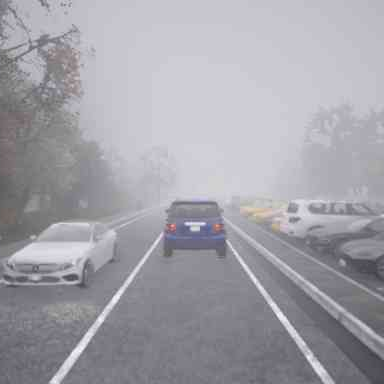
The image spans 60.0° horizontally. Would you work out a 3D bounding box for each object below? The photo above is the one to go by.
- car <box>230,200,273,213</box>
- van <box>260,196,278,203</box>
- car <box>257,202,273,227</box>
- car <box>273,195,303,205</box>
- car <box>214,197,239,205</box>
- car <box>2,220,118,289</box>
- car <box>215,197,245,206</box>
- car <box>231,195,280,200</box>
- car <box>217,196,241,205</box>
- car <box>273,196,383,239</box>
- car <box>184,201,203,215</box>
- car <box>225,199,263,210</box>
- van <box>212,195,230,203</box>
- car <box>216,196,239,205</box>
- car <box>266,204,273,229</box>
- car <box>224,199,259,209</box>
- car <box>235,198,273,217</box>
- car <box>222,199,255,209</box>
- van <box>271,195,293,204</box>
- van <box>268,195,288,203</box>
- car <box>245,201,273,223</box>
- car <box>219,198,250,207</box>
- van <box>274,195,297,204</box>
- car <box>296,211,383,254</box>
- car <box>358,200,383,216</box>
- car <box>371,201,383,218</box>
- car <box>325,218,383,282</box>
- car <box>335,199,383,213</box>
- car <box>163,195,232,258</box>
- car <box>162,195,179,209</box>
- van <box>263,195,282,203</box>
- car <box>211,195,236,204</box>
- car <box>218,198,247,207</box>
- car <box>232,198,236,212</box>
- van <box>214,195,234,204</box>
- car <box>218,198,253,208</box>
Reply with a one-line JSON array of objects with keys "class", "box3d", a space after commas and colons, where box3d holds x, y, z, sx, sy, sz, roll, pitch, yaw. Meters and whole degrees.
[{"class": "car", "box3d": [7.096, 1.681, 40.186, 4.792, 1.488, 2.163, 0, 0, 1]}, {"class": "van", "box3d": [20.692, 1.954, 89.849, 4.442, 1.987, 1.878, 0, -1, 0]}, {"class": "car", "box3d": [6.905, 1.616, 20.765, 4.892, 1.521, 2.231, 0, 0, 0]}, {"class": "car", "box3d": [20.381, 1.623, 70.605, 5.566, 2.045, 2.435, 0, 0, 0]}, {"class": "car", "box3d": [7.324, 1.882, 70.723, 5.008, 1.535, 2.097, 0, 0, 0]}, {"class": "car", "box3d": [-3.345, 1.560, 9.412, 1.812, 1.442, 4.674, 0, 0, 0]}, {"class": "car", "box3d": [7.072, 1.816, 62.396, 5.366, 1.575, 1.946, 0, 0, 0]}, {"class": "car", "box3d": [7.074, 1.508, 37.414, 4.553, 1.767, 2.185, 0, 0, 0]}, {"class": "car", "box3d": [7.251, 1.715, 65.172, 4.553, 1.767, 2.185, 0, 0, 0]}, {"class": "car", "box3d": [6.880, 1.370, 15.212, 5.566, 2.045, 2.435, 0, 0, 0]}, {"class": "car", "box3d": [0.172, 1.700, 36.780, 2.033, 1.411, 5.357, 0, 0, 0]}, {"class": "car", "box3d": [7.085, 1.723, 45.739, 4.792, 1.488, 2.163, 0, 0, 0]}, {"class": "van", "box3d": [7.332, 1.835, 84.588, 4.442, 1.987, 1.878, 0, -1, 0]}, {"class": "car", "box3d": [7.274, 1.736, 67.948, 4.553, 1.767, 2.185, 0, 0, 0]}, {"class": "car", "box3d": [7.061, 1.615, 17.987, 5.366, 1.575, 1.946, 0, 0, 0]}, {"class": "car", "box3d": [7.109, 1.744, 48.514, 4.792, 1.488, 2.163, 0, 0, 0]}, {"class": "car", "box3d": [6.787, 1.605, 29.215, 5.366, 1.575, 1.946, 0, 0, 0]}, {"class": "car", "box3d": [7.133, 1.765, 51.291, 4.792, 1.488, 2.163, 0, 0, 0]}, {"class": "van", "box3d": [20.572, 1.689, 76.018, 4.442, 1.987, 1.878, 0, 0, 1]}, {"class": "van", "box3d": [20.364, 1.711, 78.923, 4.442, 1.987, 1.878, 0, -1, 0]}, {"class": "car", "box3d": [6.738, 1.609, 23.542, 5.366, 1.575, 1.946, 0, 0, 0]}, {"class": "car", "box3d": [7.216, 1.779, 56.842, 4.892, 1.521, 2.231, 0, 0, 0]}, {"class": "van", "box3d": [20.550, 1.669, 73.373, 4.442, 1.987, 1.878, 0, 0, 0]}, {"class": "car", "box3d": [6.833, 1.624, 12.436, 5.008, 1.535, 2.097, 0, 0, 0]}, {"class": "car", "box3d": [20.127, 1.640, 34.470, 4.792, 1.488, 2.163, 0, 0, 1]}, {"class": "car", "box3d": [20.104, 1.632, 31.830, 4.792, 1.488, 2.163, 0, 0, 1]}, {"class": "car", "box3d": [6.774, 1.657, 9.661, 4.792, 1.488, 2.163, 0, 0, 0]}, {"class": "car", "box3d": [20.150, 1.643, 40.007, 5.008, 1.535, 2.097, 0, 0, 1]}, {"class": "car", "box3d": [0.106, 1.268, 13.160, 2.150, 2.045, 5.566, 0, 0, 0]}, {"class": "car", "box3d": [-3.188, 1.460, 50.899, 2.150, 2.045, 5.566, 0, 0, 1]}, {"class": "van", "box3d": [20.410, 1.823, 84.314, 4.442, 1.987, 1.878, 0, -1, 1]}, {"class": "car", "box3d": [7.430, 1.694, 79.052, 5.566, 2.045, 2.435, 0, 0, 0]}, {"class": "car", "box3d": [7.228, 1.800, 59.618, 4.892, 1.521, 2.231, 0, 0, 0]}, {"class": "car", "box3d": [7.013, 1.620, 34.634, 4.892, 1.521, 2.231, 0, 0, 0]}, {"class": "van", "box3d": [7.261, 1.698, 76.277, 4.442, 1.987, 1.878, 0, 0, 0]}, {"class": "car", "box3d": [7.001, 1.754, 54.068, 5.366, 1.575, 1.946, 0, 0, 0]}]
